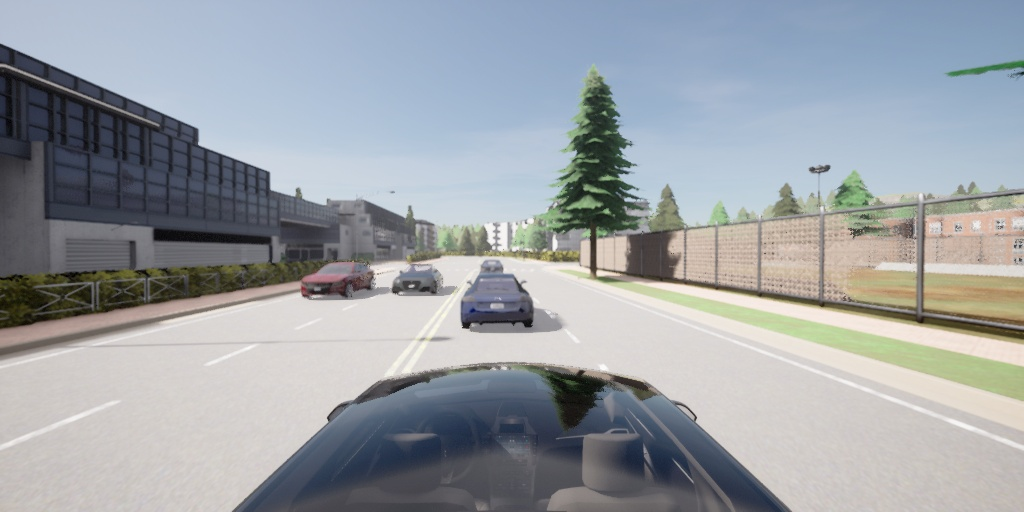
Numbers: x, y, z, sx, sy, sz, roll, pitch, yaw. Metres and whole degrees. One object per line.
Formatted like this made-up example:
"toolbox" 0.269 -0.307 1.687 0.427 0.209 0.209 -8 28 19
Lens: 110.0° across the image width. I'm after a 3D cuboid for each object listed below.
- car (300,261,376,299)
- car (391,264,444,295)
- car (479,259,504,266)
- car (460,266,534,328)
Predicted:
"car" -8.008 1.039 16.954 1.882 1.535 5.008 0 1 -4
"car" -4.557 1.111 17.812 1.994 1.385 4.181 0 1 -4
"car" -1.555 0.960 27.970 2.033 1.411 5.357 0 1 -4
"car" -0.473 1.195 10.984 1.994 1.385 4.181 0 1 -3
